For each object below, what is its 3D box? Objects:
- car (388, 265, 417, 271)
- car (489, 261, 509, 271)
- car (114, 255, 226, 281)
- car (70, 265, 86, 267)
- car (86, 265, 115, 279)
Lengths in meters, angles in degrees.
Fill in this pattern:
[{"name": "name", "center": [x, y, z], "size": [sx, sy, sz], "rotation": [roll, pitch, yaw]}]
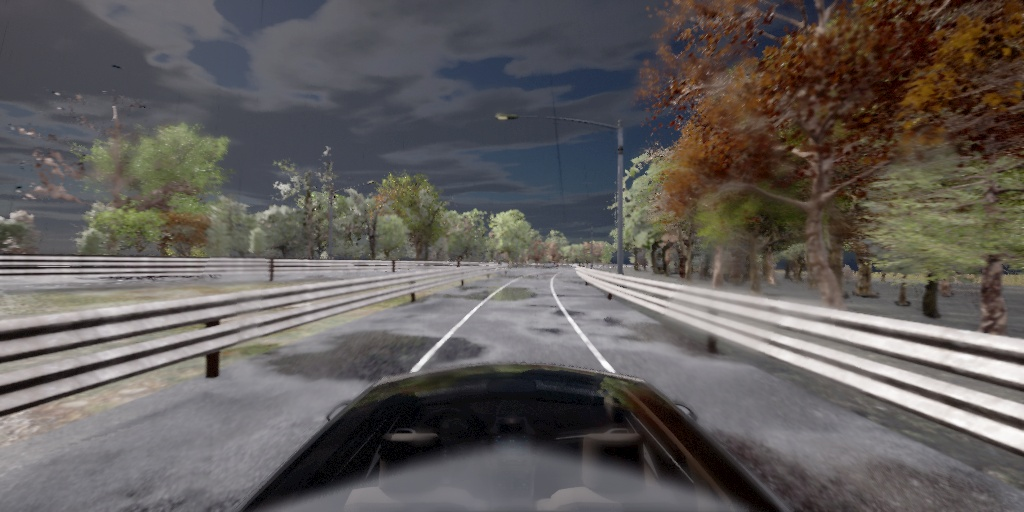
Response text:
[{"name": "car", "center": [-15.072, 1.314, 49.827], "size": [2.128, 1.511, 4.902], "rotation": [0, -1, 24]}, {"name": "car", "center": [-2.136, 1.583, 61.475], "size": [2.097, 1.767, 4.553], "rotation": [2, -1, 24]}, {"name": "car", "center": [-20.180, 0.720, 21.704], "size": [1.812, 1.442, 4.674], "rotation": [0, -1, 25]}, {"name": "car", "center": [-26.509, 0.786, 24.671], "size": [1.895, 1.301, 4.718], "rotation": [0, -1, 25]}, {"name": "car", "center": [-23.359, 0.689, 23.170], "size": [1.837, 1.490, 4.892], "rotation": [0, -1, 25]}]
